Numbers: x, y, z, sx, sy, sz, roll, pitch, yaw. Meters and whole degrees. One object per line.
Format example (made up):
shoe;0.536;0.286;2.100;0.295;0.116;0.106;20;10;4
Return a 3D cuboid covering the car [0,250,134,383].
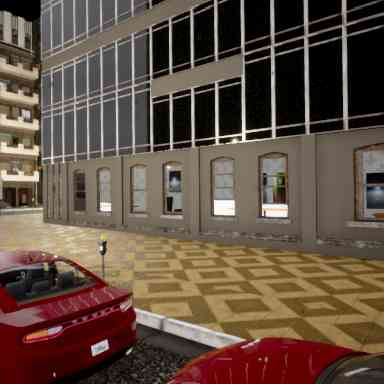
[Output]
car;-2.804;1.546;4.892;4.507;1.381;1.887;0;-1;36

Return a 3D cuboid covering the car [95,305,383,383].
car;1.765;1.545;1.626;4.507;1.381;1.887;0;-1;36
